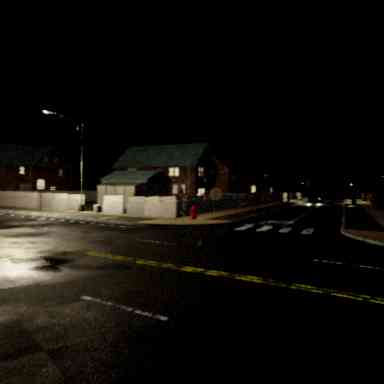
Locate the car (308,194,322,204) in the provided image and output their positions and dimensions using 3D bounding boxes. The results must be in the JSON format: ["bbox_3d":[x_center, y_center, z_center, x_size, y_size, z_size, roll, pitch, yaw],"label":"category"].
[{"bbox_3d":[21.400,1.074,57.710,2.097,1.767,4.553,1,0,25],"label":"car"}]
